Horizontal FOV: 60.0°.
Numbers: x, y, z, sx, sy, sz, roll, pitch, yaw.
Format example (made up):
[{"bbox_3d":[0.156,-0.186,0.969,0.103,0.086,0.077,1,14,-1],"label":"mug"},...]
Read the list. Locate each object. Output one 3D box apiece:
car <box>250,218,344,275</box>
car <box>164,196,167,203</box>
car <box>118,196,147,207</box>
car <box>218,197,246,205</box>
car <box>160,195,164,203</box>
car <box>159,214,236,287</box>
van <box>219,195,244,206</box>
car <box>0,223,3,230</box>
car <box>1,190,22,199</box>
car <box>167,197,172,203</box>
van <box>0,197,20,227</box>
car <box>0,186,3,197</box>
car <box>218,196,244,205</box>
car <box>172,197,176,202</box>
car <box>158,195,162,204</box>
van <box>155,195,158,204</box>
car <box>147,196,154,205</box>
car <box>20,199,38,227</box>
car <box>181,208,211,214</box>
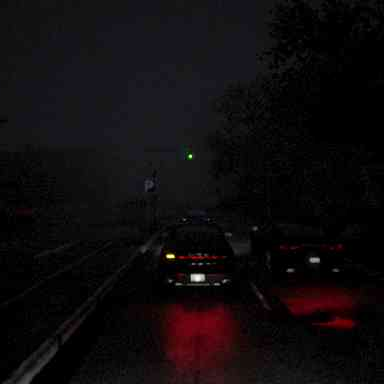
[{"bbox_3d":[3.147,1.601,10.950,1.882,1.535,5.008,0,0,0],"label":"car"},{"bbox_3d":[-9.057,2.139,79.516,4.674,1.452,2.002,-1,-1,-13],"label":"car"},{"bbox_3d":[-11.282,1.962,61.570,4.792,1.488,2.163,-1,0,-15],"label":"car"},{"bbox_3d":[8.389,1.952,70.075,5.366,1.575,1.946,1,-1,-13],"label":"car"},{"bbox_3d":[-9.437,2.110,76.515,4.674,1.452,2.002,-1,0,-13],"label":"car"},{"bbox_3d":[0.140,1.616,9.654,1.837,1.490,4.892,0,0,0],"label":"car"},{"bbox_3d":[7.453,1.672,64.117,4.442,1.987,1.878,1,0,-14],"label":"van"},{"bbox_3d":[-13.674,1.441,17.759,5.566,2.045,2.435,-1,-1,-19],"label":"car"},{"bbox_3d":[-28.027,0.650,52.496,2.002,1.452,4.674,6,-3,-19],"label":"car"},{"bbox_3d":[-8.225,2.196,85.495,4.674,1.452,2.002,-1,0,-12],"label":"car"},{"bbox_3d":[-13.550,1.501,20.795,4.442,1.987,1.878,-1,-1,-19],"label":"van"},{"bbox_3d":[-31.021,0.088,52.570,2.435,2.045,5.566,6,-3,-19],"label":"car"},{"bbox_3d":[7.845,1.800,67.085,4.553,1.767,2.185,1,-1,-13],"label":"car"},{"bbox_3d":[-7.767,1.933,88.503,5.566,2.045,2.435,-1,-1,-12],"label":"car"},{"bbox_3d":[-9.818,2.042,73.521,4.892,1.521,2.231,-1,-1,-13],"label":"car"},{"bbox_3d":[-10.054,1.785,70.553,4.442,1.987,1.878,-1,-1,-14],"label":"van"},{"bbox_3d":[-10.629,1.948,64.561,5.366,1.575,1.946,-1,-1,-14],"label":"car"},{"bbox_3d":[-13.567,1.636,23.771,4.553,1.767,2.185,-1,0,-19],"label":"car"},{"bbox_3d":[0.269,1.773,21.696,1.812,1.442,4.674,0,-1,1],"label":"car"}]
